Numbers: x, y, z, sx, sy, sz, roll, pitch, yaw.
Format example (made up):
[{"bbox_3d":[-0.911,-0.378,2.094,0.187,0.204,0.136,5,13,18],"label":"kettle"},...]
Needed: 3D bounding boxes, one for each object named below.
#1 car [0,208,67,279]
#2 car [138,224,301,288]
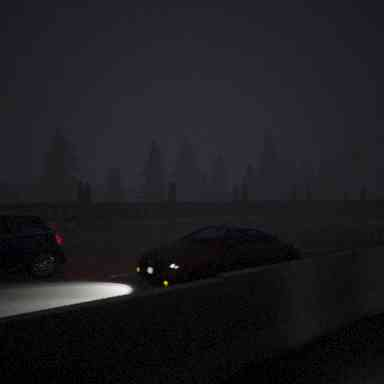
[{"bbox_3d":[-5.660,1.321,8.326,4.553,1.767,2.097,0,0,-35],"label":"car"},{"bbox_3d":[0.777,1.546,8.401,4.181,1.385,1.994,0,0,-32],"label":"car"}]
